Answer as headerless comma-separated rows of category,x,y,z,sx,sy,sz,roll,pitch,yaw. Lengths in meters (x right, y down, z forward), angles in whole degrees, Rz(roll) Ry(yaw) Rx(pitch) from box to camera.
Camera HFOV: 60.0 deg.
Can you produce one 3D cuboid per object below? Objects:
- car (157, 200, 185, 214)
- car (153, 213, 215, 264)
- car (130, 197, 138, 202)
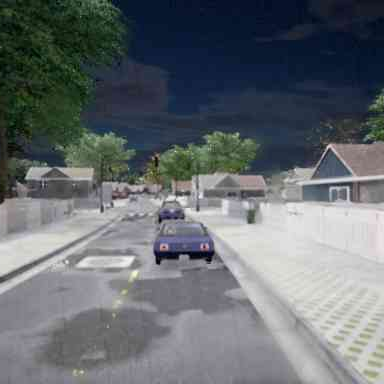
car,-1.789,1.512,27.700,2.097,1.767,4.553,0,0,-7
car,-0.350,1.669,12.108,1.895,1.301,4.718,0,0,-3
car,-15.805,2.036,90.221,1.994,1.385,4.181,0,0,-11
